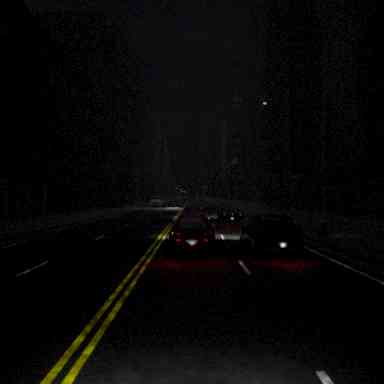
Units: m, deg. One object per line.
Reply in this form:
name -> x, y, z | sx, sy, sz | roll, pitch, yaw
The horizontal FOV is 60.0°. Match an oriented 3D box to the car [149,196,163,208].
car -> -6.522, 1.824, 61.299 | 2.150, 2.045, 5.566 | 0, -1, 1

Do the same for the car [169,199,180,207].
car -> -3.279, 2.098, 61.646 | 2.128, 1.511, 4.902 | 0, -1, 1

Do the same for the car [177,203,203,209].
car -> 0.016, 1.843, 29.310 | 1.994, 1.385, 4.181 | 0, -1, 0

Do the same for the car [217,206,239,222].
car -> 3.264, 1.878, 29.101 | 1.895, 1.301, 4.718 | 0, -1, 0

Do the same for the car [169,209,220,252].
car -> 0.010, 1.661, 14.372 | 1.812, 1.442, 4.674 | 0, 0, 0

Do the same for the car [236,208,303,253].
car -> 3.259, 1.642, 14.303 | 1.837, 1.490, 4.892 | 0, 0, 0
